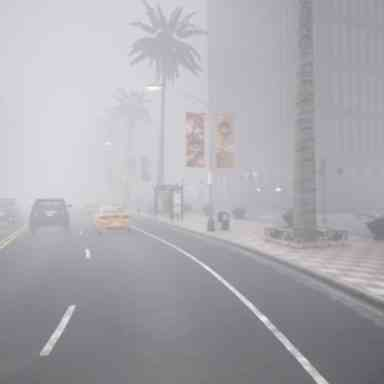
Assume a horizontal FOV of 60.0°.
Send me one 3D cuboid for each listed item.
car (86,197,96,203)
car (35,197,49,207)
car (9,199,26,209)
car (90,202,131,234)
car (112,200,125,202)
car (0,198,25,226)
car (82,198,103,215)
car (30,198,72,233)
[{"bbox_3d":[-26.473,2.136,87.243,2.161,1.482,4.786,0,0,-21],"label":"car"},{"bbox_3d":[-28.936,1.878,64.232,2.097,1.767,4.553,0,0,-21],"label":"car"},{"bbox_3d":[-30.373,2.065,58.096,2.033,1.411,5.357,0,0,-20],"label":"car"},{"bbox_3d":[-5.023,1.616,20.627,1.882,1.535,5.008,0,0,-20],"label":"car"},{"bbox_3d":[-8.709,1.736,39.113,2.231,1.521,4.892,0,0,-21],"label":"car"},{"bbox_3d":[-14.359,1.456,25.198,2.150,2.045,5.566,0,0,-21],"label":"car"},{"bbox_3d":[-11.507,1.749,38.047,1.882,1.535,5.008,0,0,-21],"label":"car"},{"bbox_3d":[-8.906,1.393,21.149,2.150,2.045,5.566,0,0,-20],"label":"car"}]
